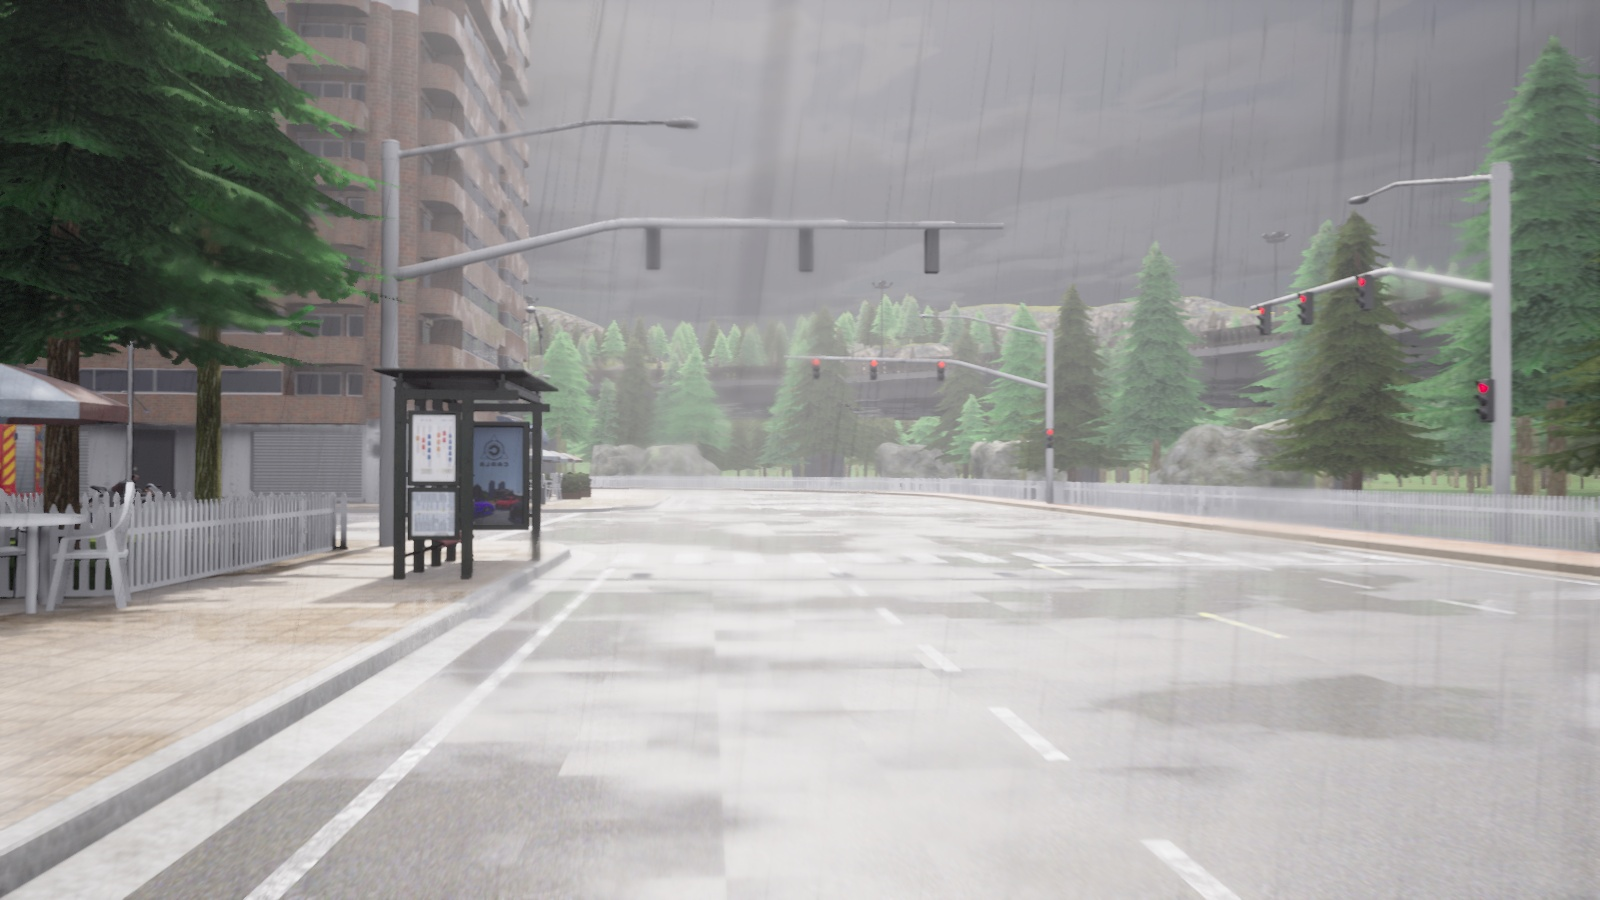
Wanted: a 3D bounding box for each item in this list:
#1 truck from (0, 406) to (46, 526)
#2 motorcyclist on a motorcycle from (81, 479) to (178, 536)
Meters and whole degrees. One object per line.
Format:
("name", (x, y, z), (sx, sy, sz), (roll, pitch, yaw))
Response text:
("truck", (-29.735, 0.540, 40.893), (8.468, 3.827, 2.891), (0, -1, -4))
("motorcyclist on a motorcycle", (-18.456, 1.578, 34.623), (2.191, 1.530, 0.866), (0, -1, -4))
